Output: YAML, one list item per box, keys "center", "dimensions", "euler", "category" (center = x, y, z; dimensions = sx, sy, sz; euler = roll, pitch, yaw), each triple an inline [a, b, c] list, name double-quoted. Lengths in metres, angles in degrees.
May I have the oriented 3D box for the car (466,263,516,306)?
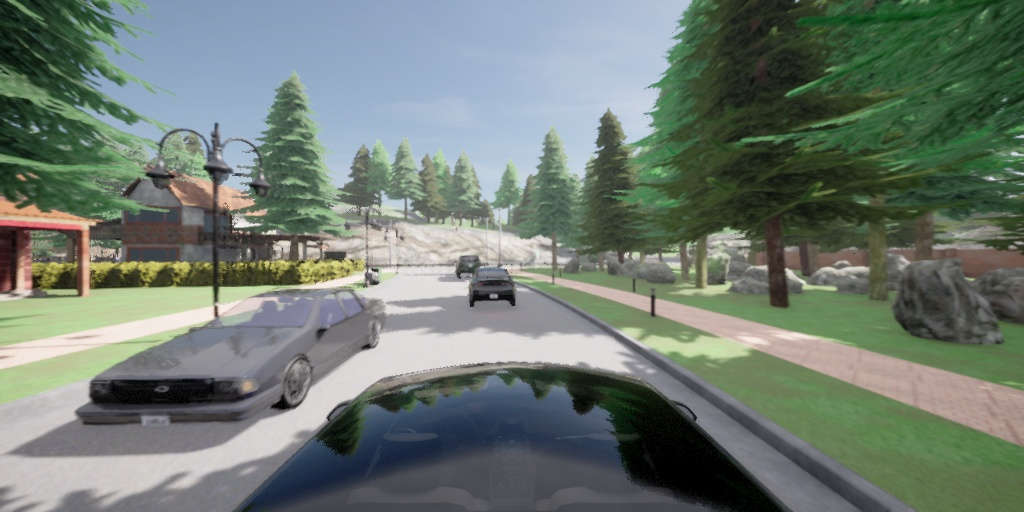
- center: [-0.939, 1.231, 15.576]
  dimensions: [1.837, 1.490, 4.892]
  euler: [0, 0, -7]
  category: "car"

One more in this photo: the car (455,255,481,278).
- center: [-4.059, 0.926, 33.285]
  dimensions: [2.150, 2.045, 5.566]
  euler: [0, 0, -11]
  category: "car"

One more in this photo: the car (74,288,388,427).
- center: [-3.785, 1.305, 6.348]
  dimensions: [2.033, 1.411, 5.357]
  euler: [0, 0, -3]
  category: "car"
